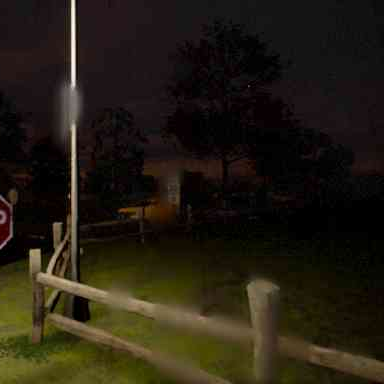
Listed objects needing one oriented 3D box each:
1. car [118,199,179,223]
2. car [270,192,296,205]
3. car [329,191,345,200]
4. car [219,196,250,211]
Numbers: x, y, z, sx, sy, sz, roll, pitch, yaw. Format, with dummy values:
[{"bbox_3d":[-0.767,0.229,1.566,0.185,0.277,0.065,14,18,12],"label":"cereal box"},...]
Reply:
[{"bbox_3d":[-2.952,1.251,23.408,1.882,1.535,5.008,0,1,37],"label":"car"},{"bbox_3d":[11.871,0.825,43.314,1.882,1.535,5.008,0,1,37],"label":"car"},{"bbox_3d":[23.818,0.573,54.525,1.837,1.490,4.892,0,1,36],"label":"car"},{"bbox_3d":[4.415,1.123,33.321,1.994,1.385,4.181,0,1,37],"label":"car"}]
